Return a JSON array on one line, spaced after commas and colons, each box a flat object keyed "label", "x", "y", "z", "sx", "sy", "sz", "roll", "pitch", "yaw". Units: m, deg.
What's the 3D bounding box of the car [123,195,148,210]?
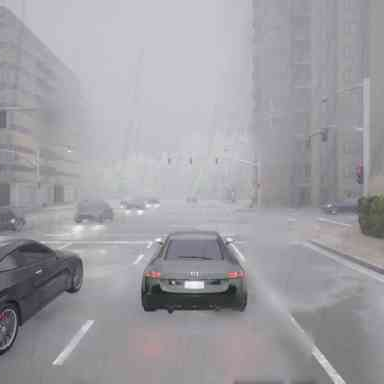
[{"label": "car", "x": -7.189, "y": 1.505, "z": 42.815, "sx": 1.837, "sy": 1.490, "sz": 4.892, "roll": 0, "pitch": 0, "yaw": 0}]

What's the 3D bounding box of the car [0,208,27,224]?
[{"label": "car", "x": -10.637, "y": 1.547, "z": 17.326, "sx": 2.033, "sy": 1.411, "sz": 5.357, "roll": 0, "pitch": 0, "yaw": 0}]

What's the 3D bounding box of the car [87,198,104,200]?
[{"label": "car", "x": -11.640, "y": 1.507, "z": 39.279, "sx": 1.837, "sy": 1.490, "sz": 4.892, "roll": 2, "pitch": 0, "yaw": 16}]

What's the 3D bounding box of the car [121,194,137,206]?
[{"label": "car", "x": -10.704, "y": 1.526, "z": 55.918, "sx": 1.812, "sy": 1.442, "sz": 4.674, "roll": 0, "pitch": 0, "yaw": 0}]

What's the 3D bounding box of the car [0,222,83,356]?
[{"label": "car", "x": -3.460, "y": 1.526, "z": 5.912, "sx": 1.812, "sy": 1.442, "sz": 4.674, "roll": 0, "pitch": 0, "yaw": 0}]

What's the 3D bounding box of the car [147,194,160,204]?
[{"label": "car", "x": -7.194, "y": 1.601, "z": 62.215, "sx": 1.895, "sy": 1.301, "sz": 4.718, "roll": 0, "pitch": 0, "yaw": 0}]

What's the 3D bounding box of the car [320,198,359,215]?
[{"label": "car", "x": 15.512, "y": 1.352, "z": 33.754, "sx": 4.553, "sy": 1.767, "sz": 2.097, "roll": 0, "pitch": 0, "yaw": 1}]

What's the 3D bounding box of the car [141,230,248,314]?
[{"label": "car", "x": 0.049, "y": 1.564, "z": 7.714, "sx": 1.994, "sy": 1.385, "sz": 4.181, "roll": 0, "pitch": 0, "yaw": 0}]

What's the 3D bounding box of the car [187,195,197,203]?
[{"label": "car", "x": -0.049, "y": 1.352, "z": 69.755, "sx": 2.097, "sy": 1.767, "sz": 4.553, "roll": 0, "pitch": 0, "yaw": 0}]

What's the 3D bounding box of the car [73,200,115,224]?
[{"label": "car", "x": -7.153, "y": 1.547, "z": 24.970, "sx": 2.033, "sy": 1.411, "sz": 5.357, "roll": 0, "pitch": 0, "yaw": 0}]

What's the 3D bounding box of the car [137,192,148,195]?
[{"label": "car", "x": -10.651, "y": 1.015, "z": 71.445, "sx": 2.150, "sy": 2.045, "sz": 5.566, "roll": 0, "pitch": 0, "yaw": 0}]
